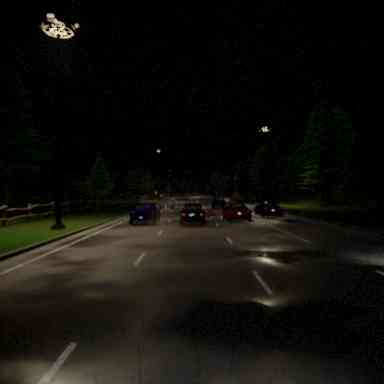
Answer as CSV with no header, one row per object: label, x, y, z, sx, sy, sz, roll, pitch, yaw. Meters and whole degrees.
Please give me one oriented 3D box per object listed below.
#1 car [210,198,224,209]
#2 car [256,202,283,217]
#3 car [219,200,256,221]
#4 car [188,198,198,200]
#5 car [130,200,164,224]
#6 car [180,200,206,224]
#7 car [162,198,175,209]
car,3.588,1.502,45.556,2.128,1.511,4.902,0,0,0
car,7.082,1.572,31.021,1.994,1.385,4.181,0,0,0
car,3.565,1.571,26.880,1.994,1.385,4.181,0,0,0
car,0.089,1.536,45.893,1.812,1.442,4.674,0,0,0
car,-3.446,1.531,24.834,1.812,1.442,4.674,0,0,0
car,0.053,1.553,24.577,2.033,1.411,5.357,0,0,0
car,-3.411,1.536,45.802,1.812,1.442,4.674,0,0,0
